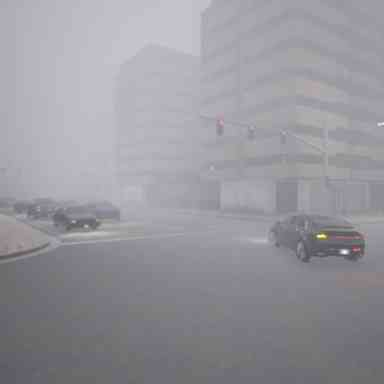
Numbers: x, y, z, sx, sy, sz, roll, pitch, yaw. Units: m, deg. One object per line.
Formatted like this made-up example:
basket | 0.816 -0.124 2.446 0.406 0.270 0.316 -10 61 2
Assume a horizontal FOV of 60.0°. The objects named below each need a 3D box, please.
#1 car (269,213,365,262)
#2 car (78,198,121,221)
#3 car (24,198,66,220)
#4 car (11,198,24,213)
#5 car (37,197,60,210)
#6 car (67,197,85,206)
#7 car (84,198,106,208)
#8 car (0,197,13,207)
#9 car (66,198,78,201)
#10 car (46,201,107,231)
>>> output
car | 4.354 1.535 12.317 1.837 1.490 4.892 2 0 -4
car | -7.460 1.504 27.265 1.882 1.535 5.008 0 0 -35
car | -12.838 1.368 28.856 2.097 1.767 4.553 0 0 -35
car | -18.468 1.617 36.923 1.895 1.301 4.718 0 0 -35
car | -18.949 1.504 43.752 1.882 1.535 5.008 0 0 -35
car | -20.395 1.648 58.413 1.895 1.301 4.718 0 0 -34
car | -14.738 1.611 50.248 1.994 1.385 4.181 0 0 -34
car | -28.041 1.538 50.797 2.128 1.511 4.902 0 0 -35
car | -13.084 1.574 35.322 2.033 1.411 5.357 0 0 -35
car | -7.478 1.564 21.138 2.033 1.411 5.357 0 0 -34
